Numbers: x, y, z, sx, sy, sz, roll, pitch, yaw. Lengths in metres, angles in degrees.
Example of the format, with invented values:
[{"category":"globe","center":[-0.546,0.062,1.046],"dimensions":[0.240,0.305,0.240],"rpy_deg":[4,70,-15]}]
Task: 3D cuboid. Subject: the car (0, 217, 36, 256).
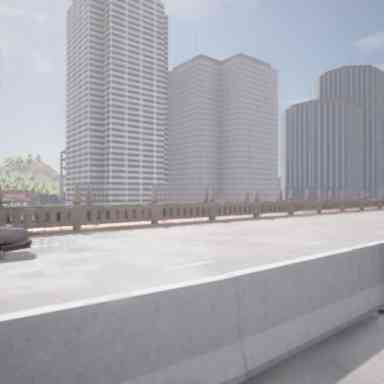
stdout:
[{"category":"car","center":[-8.289,1.609,11.028],"dimensions":[5.357,1.411,2.033],"rpy_deg":[0,0,-36]}]
